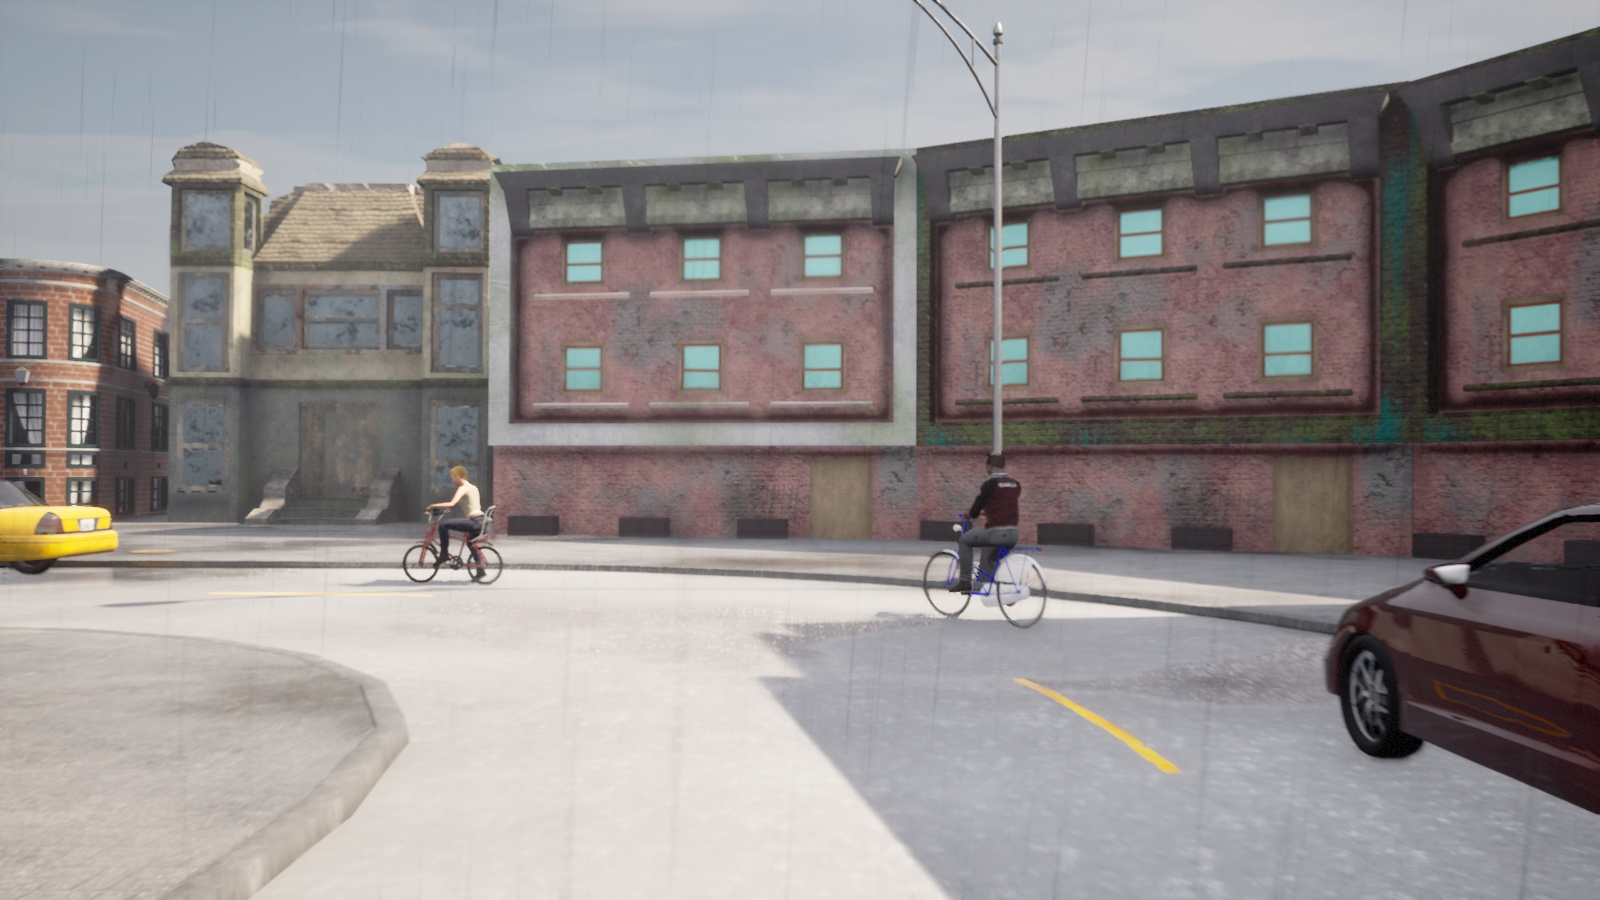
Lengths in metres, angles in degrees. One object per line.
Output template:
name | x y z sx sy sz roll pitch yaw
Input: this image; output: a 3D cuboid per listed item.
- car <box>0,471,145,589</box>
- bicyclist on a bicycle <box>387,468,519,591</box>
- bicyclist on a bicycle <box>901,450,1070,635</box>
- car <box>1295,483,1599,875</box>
car | -12.403 1.100 17.712 5.366 1.575 1.801 0 -1 0
bicyclist on a bicycle | -4.720 1.059 17.149 1.509 1.612 0.866 0 -1 13
bicyclist on a bicycle | 1.881 0.897 13.007 0.659 1.776 1.843 0 -1 -33
car | 3.978 0.907 5.660 1.816 1.474 4.193 0 -1 0
